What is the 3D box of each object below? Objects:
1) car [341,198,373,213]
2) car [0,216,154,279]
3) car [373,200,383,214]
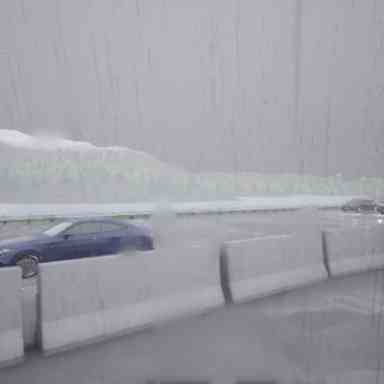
[{"bbox_3d":[18.066,1.443,35.718,4.892,1.490,1.837,0,0,-31],"label":"car"},{"bbox_3d":[-3.394,1.481,10.039,4.674,1.442,1.812,0,0,-34],"label":"car"},{"bbox_3d":[20.892,1.502,33.346,5.357,1.411,2.033,0,0,-31],"label":"car"}]
